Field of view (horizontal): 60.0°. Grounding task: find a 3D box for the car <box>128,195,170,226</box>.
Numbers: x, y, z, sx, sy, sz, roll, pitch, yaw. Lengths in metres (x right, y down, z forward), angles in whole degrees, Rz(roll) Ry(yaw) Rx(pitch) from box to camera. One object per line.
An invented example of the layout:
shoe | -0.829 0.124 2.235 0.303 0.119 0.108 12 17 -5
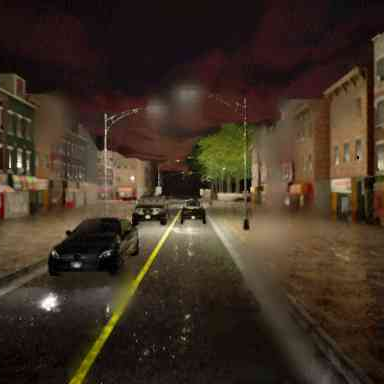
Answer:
car | -2.812 1.242 23.910 2.150 2.045 5.566 0 0 0

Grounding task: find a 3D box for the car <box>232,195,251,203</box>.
car | 11.733 1.545 76.232 5.009 1.841 2.192 1 -1 0

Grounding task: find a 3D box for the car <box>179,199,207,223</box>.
car | 0.091 1.524 25.665 1.837 1.490 4.892 0 0 0

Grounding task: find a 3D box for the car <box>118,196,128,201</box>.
car | -14.698 1.492 76.325 4.507 1.381 1.887 1 -1 0

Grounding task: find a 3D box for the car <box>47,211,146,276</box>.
car | -2.805 1.533 10.483 1.812 1.442 4.674 0 0 1

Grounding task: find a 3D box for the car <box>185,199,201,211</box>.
car | 0.100 1.599 43.222 1.994 1.385 4.181 0 0 0
